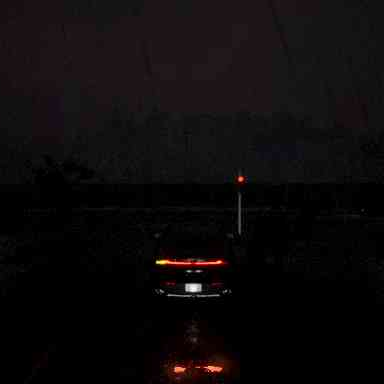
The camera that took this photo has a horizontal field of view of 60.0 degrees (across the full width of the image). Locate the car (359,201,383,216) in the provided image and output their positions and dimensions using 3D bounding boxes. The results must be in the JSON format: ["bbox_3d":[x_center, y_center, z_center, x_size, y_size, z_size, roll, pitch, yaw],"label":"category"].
[{"bbox_3d":[18.203,1.564,31.591,4.181,1.385,1.994,0,0,0],"label":"car"}]

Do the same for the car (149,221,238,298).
[{"bbox_3d":[0.053,1.505,8.512,1.837,1.490,4.892,0,0,1],"label":"car"}]
